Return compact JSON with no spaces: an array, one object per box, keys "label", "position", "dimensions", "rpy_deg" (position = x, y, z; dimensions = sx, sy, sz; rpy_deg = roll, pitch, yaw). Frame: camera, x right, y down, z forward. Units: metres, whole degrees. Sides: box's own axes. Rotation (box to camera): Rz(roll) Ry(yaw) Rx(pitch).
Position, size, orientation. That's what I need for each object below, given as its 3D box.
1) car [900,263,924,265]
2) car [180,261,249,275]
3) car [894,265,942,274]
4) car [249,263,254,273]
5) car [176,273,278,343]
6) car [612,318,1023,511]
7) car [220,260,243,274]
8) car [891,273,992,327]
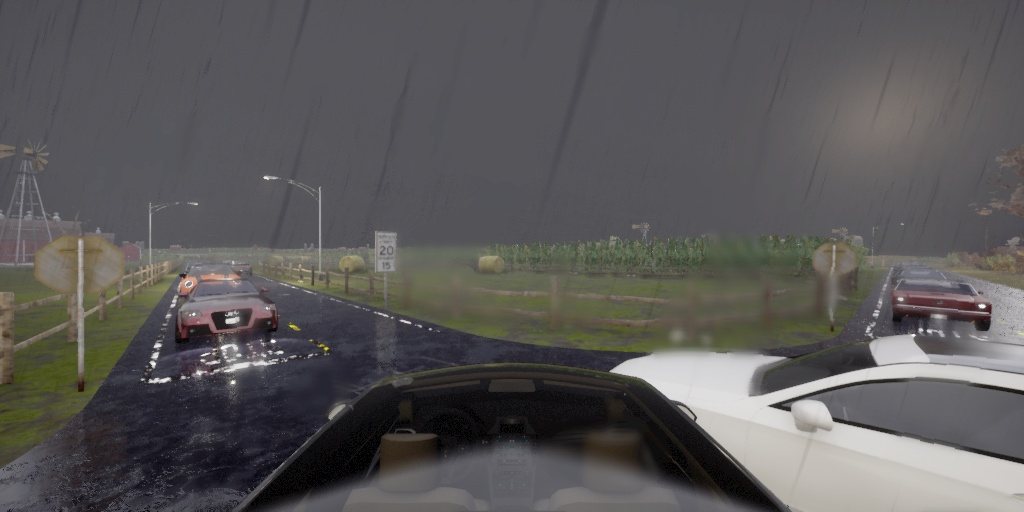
[{"label":"car","position":[27.312,1.399,24.311],"dimensions":[4.181,1.385,1.994],"rpy_deg":[0,1,-43]},{"label":"car","position":[-13.742,1.138,16.435],"dimensions":[2.097,1.767,4.553],"rpy_deg":[0,0,-42]},{"label":"car","position":[20.567,1.362,18.045],"dimensions":[5.357,1.411,2.033],"rpy_deg":[0,1,-43]},{"label":"car","position":[-27.038,1.279,35.643],"dimensions":[2.128,1.511,4.902],"rpy_deg":[0,0,-42]},{"label":"car","position":[-7.956,1.354,9.961],"dimensions":[1.994,1.385,4.181],"rpy_deg":[0,0,-43]},{"label":"car","position":[2.836,1.294,2.391],"dimensions":[1.812,1.442,4.674],"rpy_deg":[0,1,-44]},{"label":"car","position":[-33.771,1.300,43.090],"dimensions":[1.837,1.490,4.892],"rpy_deg":[0,0,-42]},{"label":"car","position":[13.500,1.397,11.470],"dimensions":[4.718,1.301,1.895],"rpy_deg":[0,1,-43]}]
